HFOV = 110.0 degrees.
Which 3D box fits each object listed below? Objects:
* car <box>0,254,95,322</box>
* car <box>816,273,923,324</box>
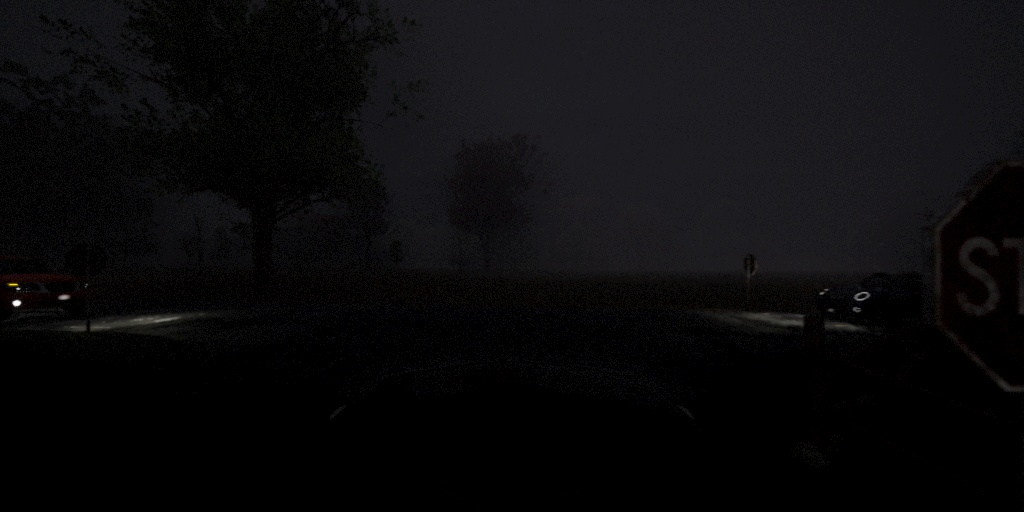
[{"bbox_3d":[-17.237,0.960,11.798,5.566,2.045,2.150,0,-1,4],"label":"car"},{"bbox_3d":[13.659,1.373,12.691,4.553,1.767,2.097,0,0,4],"label":"car"}]
